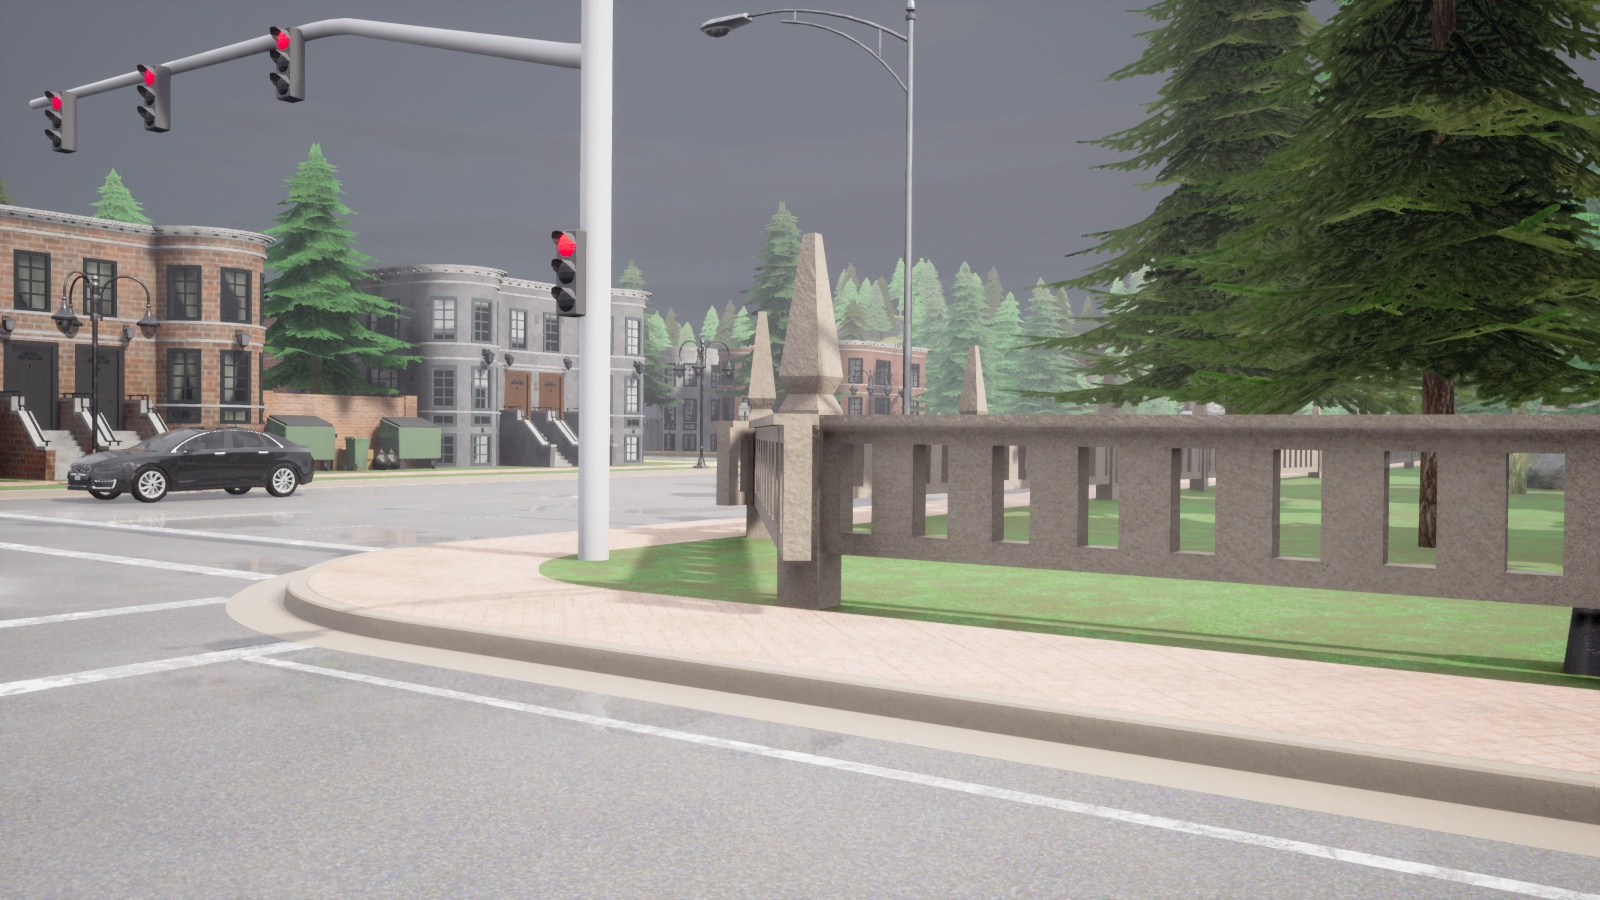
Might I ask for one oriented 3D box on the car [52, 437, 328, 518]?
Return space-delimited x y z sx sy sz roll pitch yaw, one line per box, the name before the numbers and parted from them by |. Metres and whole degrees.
car | -12.508 0.493 26.110 1.837 1.490 4.892 0 1 34
